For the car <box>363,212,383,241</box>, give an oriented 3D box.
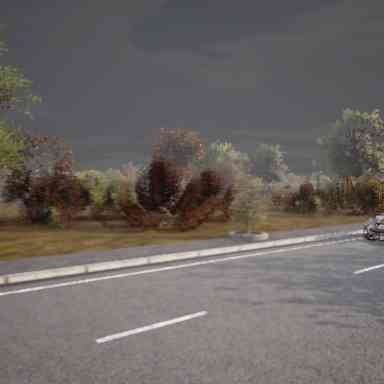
[{"bbox_3d":[9.938,1.351,15.419,4.553,1.767,2.097,0,0,-36],"label":"car"}]
